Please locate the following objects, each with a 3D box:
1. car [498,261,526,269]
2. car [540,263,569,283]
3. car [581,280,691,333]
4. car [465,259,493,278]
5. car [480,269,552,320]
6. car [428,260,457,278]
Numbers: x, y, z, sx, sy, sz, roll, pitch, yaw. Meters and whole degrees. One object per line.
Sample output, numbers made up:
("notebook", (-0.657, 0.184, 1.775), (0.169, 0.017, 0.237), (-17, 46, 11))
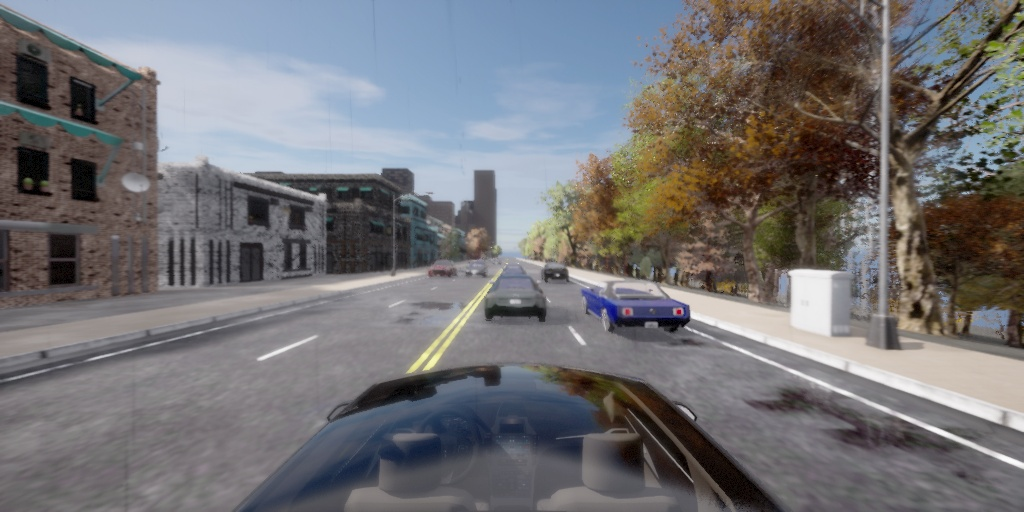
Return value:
("car", (0.135, 1.349, 28.118), (1.994, 1.385, 4.181), (0, 0, 0))
("car", (3.387, 1.267, 28.972), (1.882, 1.535, 5.008), (0, 0, 0))
("car", (3.355, 1.366, 10.801), (1.895, 1.301, 4.718), (0, 0, 0))
("car", (-3.294, 1.280, 34.170), (2.128, 1.511, 4.902), (0, 0, 0))
("car", (0.109, 1.328, 12.623), (1.994, 1.385, 4.181), (0, 0, 0))
("car", (-6.543, 1.138, 34.123), (2.097, 1.767, 4.553), (0, 0, 0))
